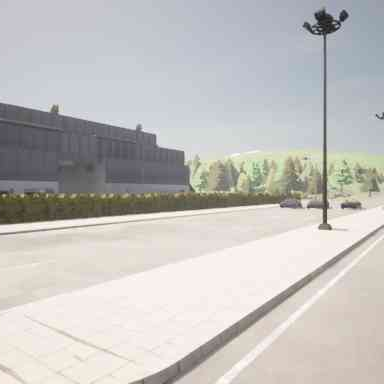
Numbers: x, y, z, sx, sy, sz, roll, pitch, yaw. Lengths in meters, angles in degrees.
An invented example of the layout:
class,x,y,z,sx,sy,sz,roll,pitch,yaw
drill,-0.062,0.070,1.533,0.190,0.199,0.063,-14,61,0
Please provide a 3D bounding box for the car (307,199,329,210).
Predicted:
class,x,y,z,sx,sy,sz,roll,pitch,yaw
car,16.270,1.563,42.867,1.994,1.385,4.181,0,0,36

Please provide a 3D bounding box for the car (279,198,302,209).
class,x,y,z,sx,sy,sz,roll,pitch,yaw
car,13.319,1.562,44.756,1.994,1.385,4.181,0,0,36

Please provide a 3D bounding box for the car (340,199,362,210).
class,x,y,z,sx,sy,sz,roll,pitch,yaw
car,20.365,1.600,42.575,1.895,1.301,4.718,0,0,36
